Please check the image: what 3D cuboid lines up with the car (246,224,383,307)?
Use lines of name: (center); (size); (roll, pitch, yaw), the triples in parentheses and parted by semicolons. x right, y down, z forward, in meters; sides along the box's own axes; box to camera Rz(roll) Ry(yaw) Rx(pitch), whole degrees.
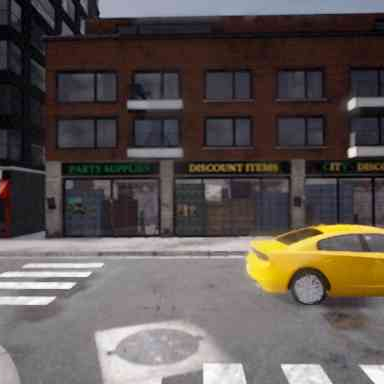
car: (3.733, 1.479, 7.383); (5.008, 1.535, 1.882); (0, -1, 1)
